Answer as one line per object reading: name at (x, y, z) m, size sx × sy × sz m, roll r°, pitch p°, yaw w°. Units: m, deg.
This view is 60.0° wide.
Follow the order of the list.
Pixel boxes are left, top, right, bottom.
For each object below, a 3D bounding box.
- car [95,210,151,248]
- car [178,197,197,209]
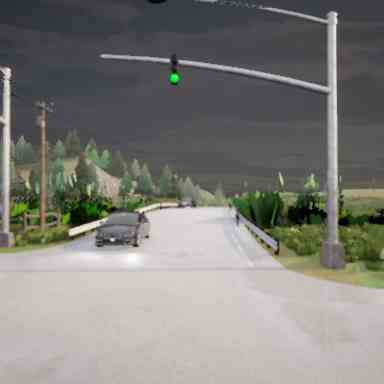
car at (-3.147, 1.680, 15.894) m, size 1.837 × 1.490 × 4.892 m, roll 0°, pitch 0°, yaw 2°
car at (-0.548, 1.425, 43.569) m, size 2.128 × 1.511 × 4.902 m, roll 0°, pitch -2°, yaw 9°
